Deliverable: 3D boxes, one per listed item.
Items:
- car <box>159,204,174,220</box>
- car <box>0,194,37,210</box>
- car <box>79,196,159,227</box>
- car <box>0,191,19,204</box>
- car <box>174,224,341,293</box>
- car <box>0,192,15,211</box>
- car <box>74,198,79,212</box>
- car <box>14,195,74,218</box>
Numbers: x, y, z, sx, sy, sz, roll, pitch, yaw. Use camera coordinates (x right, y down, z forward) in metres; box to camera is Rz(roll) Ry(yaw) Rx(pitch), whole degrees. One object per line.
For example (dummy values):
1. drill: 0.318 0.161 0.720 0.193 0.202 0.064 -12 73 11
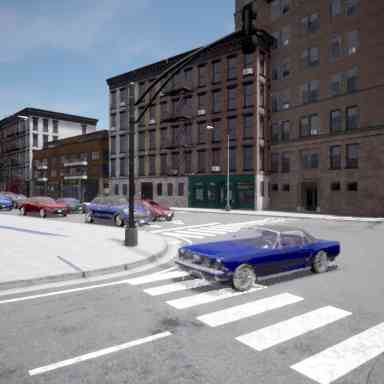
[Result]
1. car: -3.375 1.267 23.842 4.674 1.442 1.812 1 0 38
2. car: -19.160 1.030 36.467 4.902 1.511 2.128 1 0 40
3. car: -4.586 1.089 20.593 4.553 1.767 2.097 1 0 39
4. car: -26.848 0.794 47.589 4.553 1.767 2.097 1 0 41
5. car: 1.903 1.598 9.005 4.718 1.301 1.895 0 0 -35
6. car: -19.229 1.025 32.298 5.008 1.535 1.882 1 0 40
7. car: -11.155 1.201 29.923 4.181 1.385 1.994 1 0 39
8. car: -11.741 1.118 26.232 5.008 1.535 1.882 1 0 39
